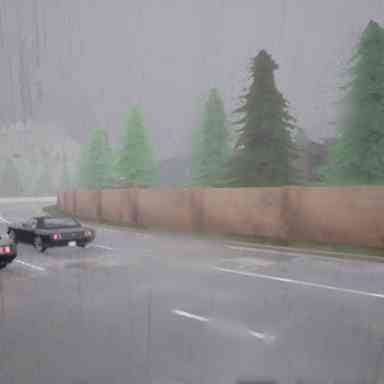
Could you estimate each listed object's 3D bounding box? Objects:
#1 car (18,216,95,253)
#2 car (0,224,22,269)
[{"bbox_3d":[-6.083,1.654,14.009,4.718,1.301,1.895,0,0,44],"label":"car"},{"bbox_3d":[-7.215,1.636,10.267,4.718,1.301,1.895,0,0,43],"label":"car"}]
